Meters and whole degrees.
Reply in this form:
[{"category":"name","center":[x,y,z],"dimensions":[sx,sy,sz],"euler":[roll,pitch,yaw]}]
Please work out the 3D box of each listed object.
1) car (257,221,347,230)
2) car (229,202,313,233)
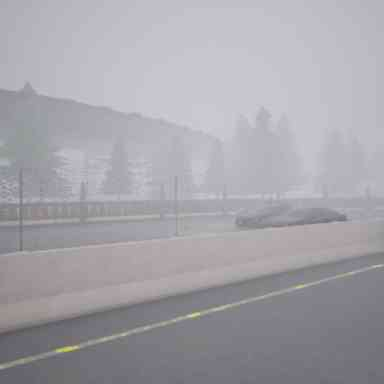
[{"category":"car","center":[5.509,1.453,16.265],"dimensions":[5.008,1.535,1.882],"euler":[0,0,-33]},{"category":"car","center":[4.808,1.450,19.965],"dimensions":[5.008,1.535,1.882],"euler":[0,0,-32]}]
